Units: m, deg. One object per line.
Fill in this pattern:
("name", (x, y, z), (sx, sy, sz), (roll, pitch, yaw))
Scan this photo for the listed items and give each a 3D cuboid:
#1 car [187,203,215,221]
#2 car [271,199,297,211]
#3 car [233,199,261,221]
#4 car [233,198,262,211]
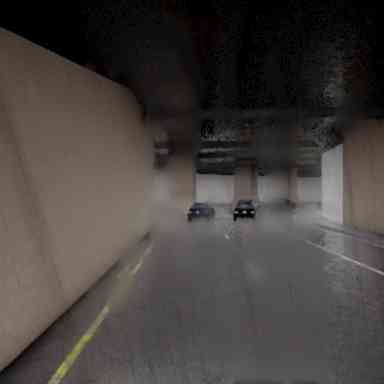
("car", (0.810, 1.569, 27.453), (2.033, 1.411, 5.357), (0, 0, 9))
("car", (11.643, 1.560, 42.151), (1.812, 1.442, 4.674), (0, 0, 41))
("car", (4.339, 1.570, 27.549), (2.033, 1.411, 5.357), (0, 0, 9))
("car", (7.102, 1.560, 42.146), (1.812, 1.442, 4.674), (0, 0, 36))
